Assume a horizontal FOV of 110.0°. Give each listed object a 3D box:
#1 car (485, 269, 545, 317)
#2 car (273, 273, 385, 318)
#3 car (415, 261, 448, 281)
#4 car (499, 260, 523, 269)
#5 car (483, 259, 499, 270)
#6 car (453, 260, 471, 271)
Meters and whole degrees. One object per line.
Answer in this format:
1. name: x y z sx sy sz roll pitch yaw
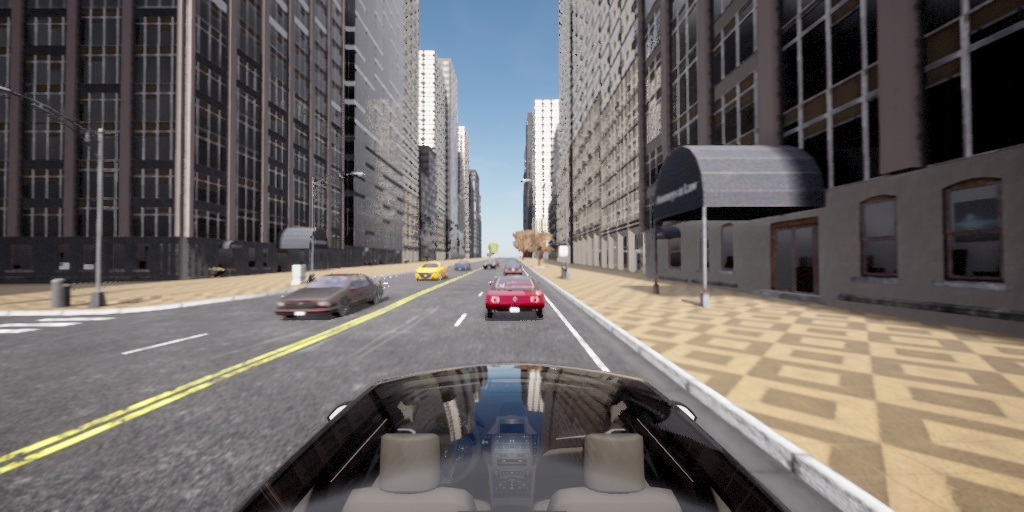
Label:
1. car: 0.090 1.350 13.196 1.895 1.301 4.718 0 0 0
2. car: -6.612 1.382 13.806 2.033 1.411 5.357 -1 1 0
3. car: -6.596 1.214 29.774 1.882 1.535 5.008 0 0 0
4. car: 0.105 1.267 34.136 2.033 1.411 5.357 0 0 0
5. car: -3.243 1.308 52.997 1.895 1.301 4.718 0 0 0
6. car: -6.559 1.265 47.984 2.033 1.411 5.357 0 0 0
